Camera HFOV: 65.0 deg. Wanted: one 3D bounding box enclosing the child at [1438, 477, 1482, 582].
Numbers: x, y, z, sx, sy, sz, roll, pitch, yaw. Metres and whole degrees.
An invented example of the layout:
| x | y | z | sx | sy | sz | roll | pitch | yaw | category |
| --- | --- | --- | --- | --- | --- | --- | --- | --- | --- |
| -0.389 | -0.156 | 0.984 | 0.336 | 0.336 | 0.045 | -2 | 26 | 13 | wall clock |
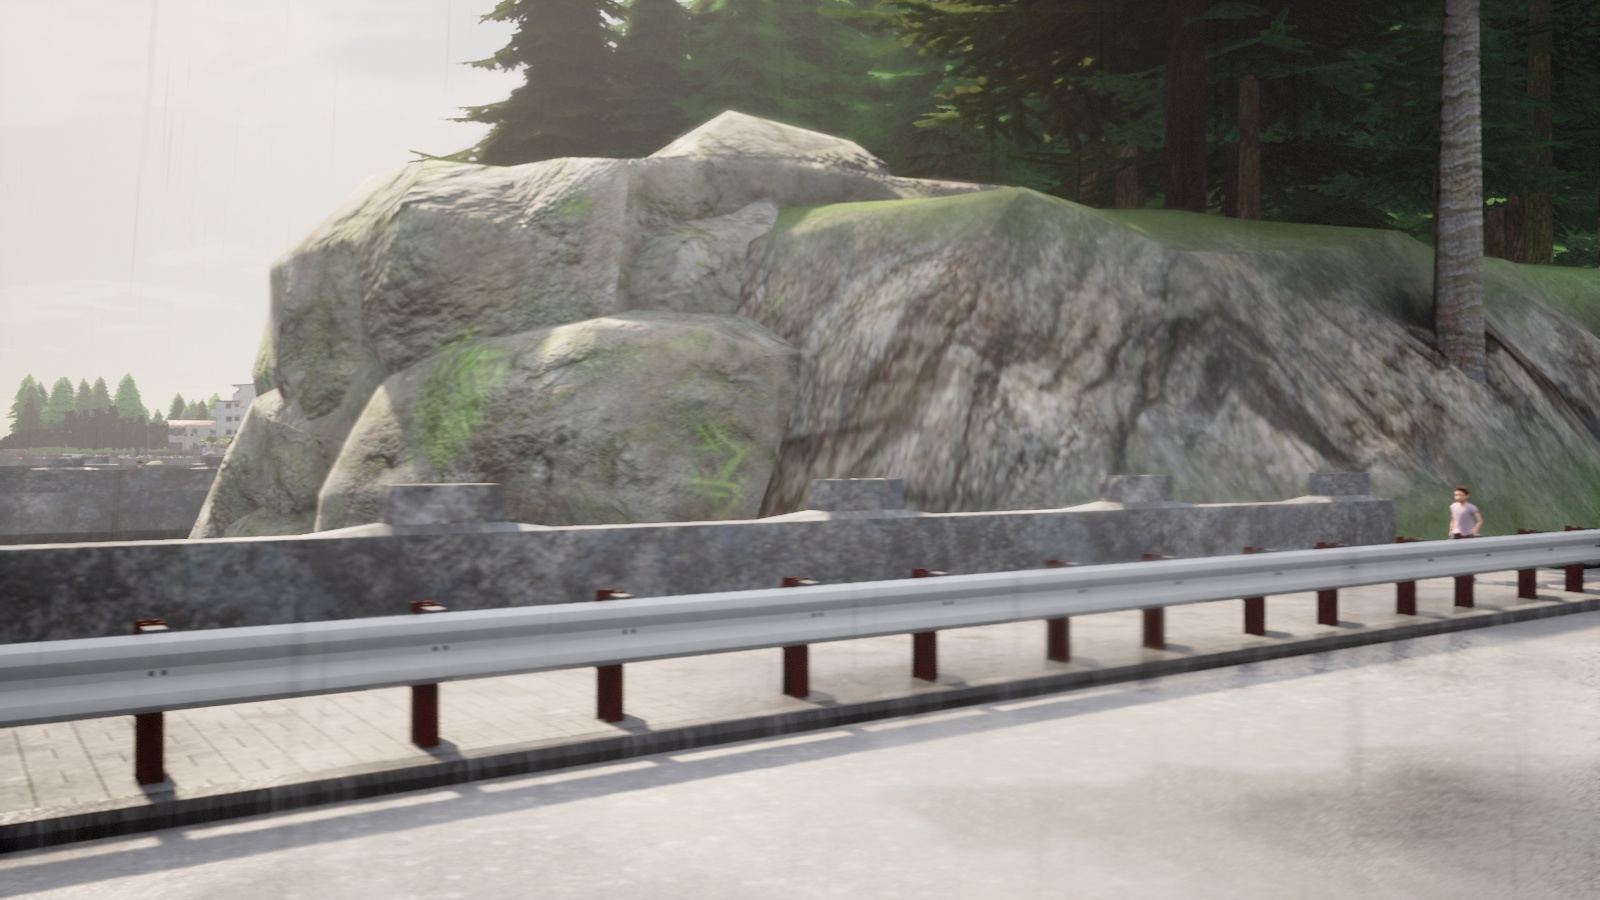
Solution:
| x | y | z | sx | sy | sz | roll | pitch | yaw | category |
| --- | --- | --- | --- | --- | --- | --- | --- | --- | --- |
| 7.166 | 0.853 | 13.633 | 0.394 | 1.110 | 0.255 | 0 | 0 | -34 | child |
